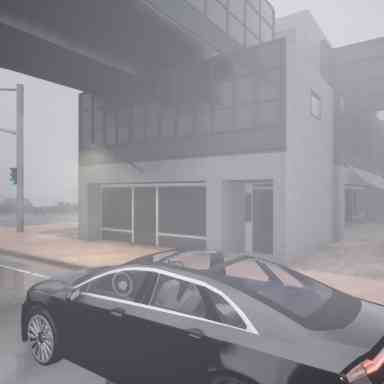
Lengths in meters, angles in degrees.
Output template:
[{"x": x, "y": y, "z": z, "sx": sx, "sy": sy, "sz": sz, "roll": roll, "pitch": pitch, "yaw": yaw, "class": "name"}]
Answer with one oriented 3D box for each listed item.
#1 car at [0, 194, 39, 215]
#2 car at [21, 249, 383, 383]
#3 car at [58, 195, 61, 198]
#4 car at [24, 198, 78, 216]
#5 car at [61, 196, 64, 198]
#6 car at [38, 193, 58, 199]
[{"x": -17.924, "y": 1.352, "z": 32.439, "sx": 2.097, "sy": 1.767, "sz": 4.553, "roll": 0, "pitch": 0, "yaw": 36, "class": "car"}, {"x": -0.235, "y": 1.492, "z": 4.160, "sx": 4.902, "sy": 1.511, "sz": 2.128, "roll": 0, "pitch": 0, "yaw": 35, "class": "car"}, {"x": -28.886, "y": 1.364, "z": 71.739, "sx": 3.905, "sy": 1.438, "sz": 1.784, "roll": 0, "pitch": 0, "yaw": 35, "class": "car"}, {"x": -13.426, "y": 1.601, "z": 32.665, "sx": 1.895, "sy": 1.301, "sz": 4.718, "roll": 0, "pitch": 0, "yaw": 36, "class": "car"}, {"x": -12.587, "y": 1.478, "z": 39.671, "sx": 1.882, "sy": 1.535, "sz": 5.008, "roll": 0, "pitch": 0, "yaw": 37, "class": "car"}, {"x": -30.613, "y": 1.153, "z": 69.413, "sx": 4.605, "sy": 1.855, "sz": 1.932, "roll": 0, "pitch": 0, "yaw": 35, "class": "car"}]
